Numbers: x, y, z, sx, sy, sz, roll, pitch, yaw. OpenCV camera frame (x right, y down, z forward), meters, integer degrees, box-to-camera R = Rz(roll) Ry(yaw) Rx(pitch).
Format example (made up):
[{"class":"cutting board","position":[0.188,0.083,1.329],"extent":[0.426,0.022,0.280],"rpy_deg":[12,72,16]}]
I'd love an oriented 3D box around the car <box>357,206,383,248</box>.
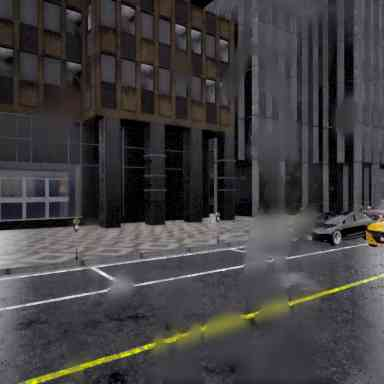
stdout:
[{"class":"car","position":[9.168,1.477,13.781],"extent":[5.008,1.535,1.882],"rpy_deg":[0,0,-36]}]

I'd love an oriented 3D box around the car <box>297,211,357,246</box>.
[{"class":"car","position":[6.687,1.565,15.285],"extent":[4.313,1.339,1.947],"rpy_deg":[0,0,-35]}]

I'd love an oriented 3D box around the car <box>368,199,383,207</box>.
[{"class":"car","position":[11.275,1.314,18.559],"extent":[5.009,1.841,2.192],"rpy_deg":[0,0,-35]}]
